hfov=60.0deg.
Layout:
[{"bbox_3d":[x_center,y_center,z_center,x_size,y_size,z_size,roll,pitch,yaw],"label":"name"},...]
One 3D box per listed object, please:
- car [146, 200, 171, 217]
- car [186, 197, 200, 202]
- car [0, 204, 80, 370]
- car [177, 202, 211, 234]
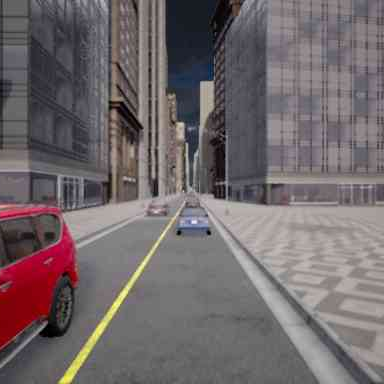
[{"bbox_3d":[-3.084,1.460,30.930,1.812,1.442,4.674,0,0,0],"label":"car"},{"bbox_3d":[0.112,1.381,45.213,2.128,1.511,4.902,0,0,0],"label":"car"},{"bbox_3d":[-3.069,1.216,3.721,2.150,2.045,5.566,0,0,0],"label":"car"},{"bbox_3d":[0.105,1.515,18.914,2.033,1.411,5.357,0,0,0],"label":"car"}]
